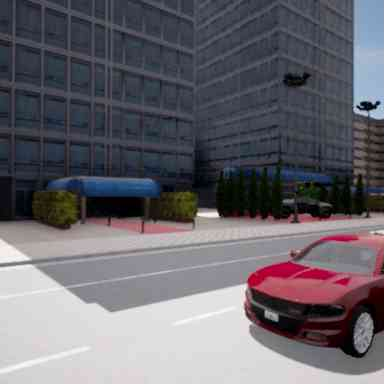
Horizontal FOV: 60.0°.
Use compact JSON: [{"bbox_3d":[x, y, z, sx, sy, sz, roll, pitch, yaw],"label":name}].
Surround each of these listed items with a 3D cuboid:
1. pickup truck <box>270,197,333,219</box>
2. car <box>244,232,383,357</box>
[{"bbox_3d":[10.599,1.558,32.716,6.274,2.098,2.390,0,-1,-7],"label":"pickup truck"},{"bbox_3d":[3.160,1.583,6.405,5.008,1.535,1.882,1,-1,-37],"label":"car"}]
